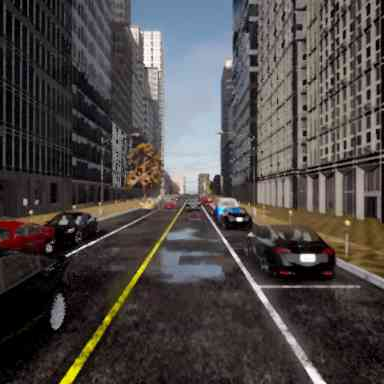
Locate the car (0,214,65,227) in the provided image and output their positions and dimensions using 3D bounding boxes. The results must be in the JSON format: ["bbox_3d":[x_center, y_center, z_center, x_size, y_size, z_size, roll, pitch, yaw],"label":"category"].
[{"bbox_3d":[-5.665,1.567,9.896,1.887,1.381,4.507,0,0,0],"label":"car"}]

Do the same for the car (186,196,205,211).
[{"bbox_3d":[0.192,1.565,41.296,2.128,1.511,4.902,0,0,0],"label":"car"}]

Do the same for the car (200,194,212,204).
[{"bbox_3d":[2.842,1.415,66.792,2.192,1.841,5.009,0,0,0],"label":"car"}]

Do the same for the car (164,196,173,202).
[{"bbox_3d":[-5.514,1.676,78.207,1.947,1.339,4.313,0,0,0],"label":"car"}]

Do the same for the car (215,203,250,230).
[{"bbox_3d":[2.740,1.609,21.254,1.947,1.339,4.313,0,0,0],"label":"car"}]

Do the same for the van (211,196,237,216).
[{"bbox_3d":[2.754,1.394,26.948,1.690,1.788,3.998,0,0,0],"label":"van"}]

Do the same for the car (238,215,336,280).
[{"bbox_3d":[2.715,1.587,9.869,1.947,1.339,4.313,0,0,0],"label":"car"}]

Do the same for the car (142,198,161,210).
[{"bbox_3d":[-5.590,1.603,43.882,1.752,1.417,4.829,0,0,0],"label":"car"}]

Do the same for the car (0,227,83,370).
[{"bbox_3d":[-3.092,1.487,3.913,1.882,1.535,5.008,0,0,0],"label":"car"}]

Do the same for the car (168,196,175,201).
[{"bbox_3d":[-5.489,1.697,89.590,1.802,1.307,4.206,0,0,0],"label":"car"}]

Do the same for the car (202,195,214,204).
[{"bbox_3d":[2.817,1.404,55.408,2.192,1.841,5.009,0,0,0],"label":"car"}]

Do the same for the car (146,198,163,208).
[{"bbox_3d":[-5.577,1.635,49.745,2.008,1.369,4.403,0,0,0],"label":"car"}]

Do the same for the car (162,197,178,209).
[{"bbox_3d":[-2.987,1.680,45.425,1.895,1.301,4.718,0,0,0],"label":"car"}]

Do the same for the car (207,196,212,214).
[{"bbox_3d":[2.766,1.501,32.639,1.967,1.590,4.097,0,0,0],"label":"car"}]

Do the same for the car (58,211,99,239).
[{"bbox_3d":[-5.653,1.600,15.589,1.947,1.339,4.313,0,0,0],"label":"car"}]
